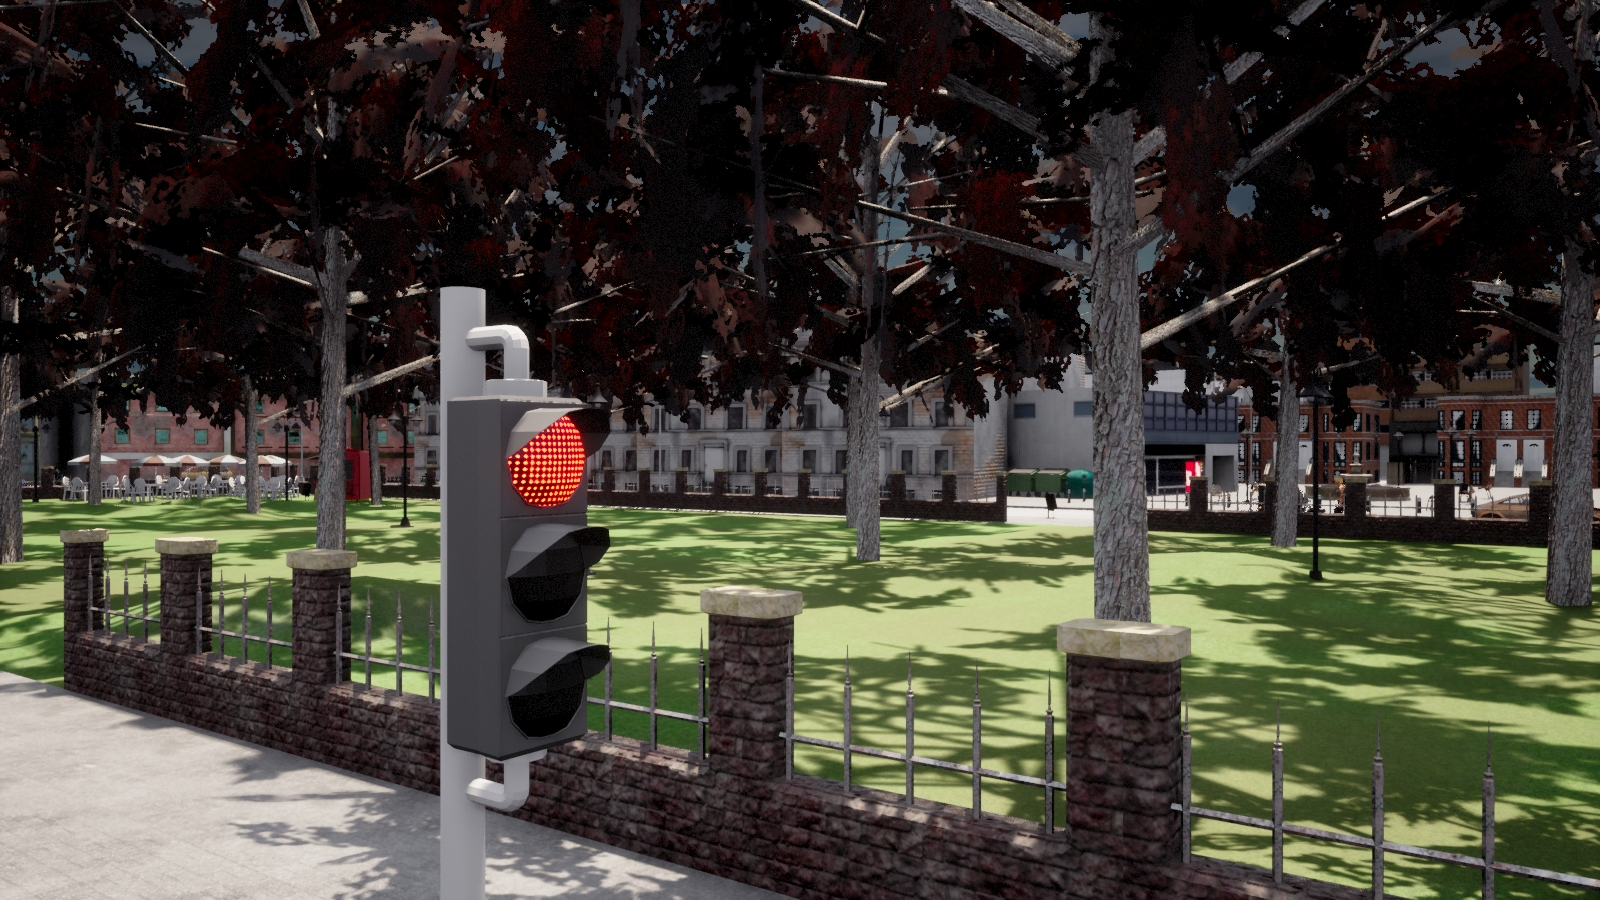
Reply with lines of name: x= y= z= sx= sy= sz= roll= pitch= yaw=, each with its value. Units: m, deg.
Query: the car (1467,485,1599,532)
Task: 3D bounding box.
car: x=24.491 y=1.899 z=37.604 sx=4.181 sy=1.385 sz=1.994 roll=0 pitch=0 yaw=37

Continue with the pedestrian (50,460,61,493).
pedestrian: x=-42.713 y=1.525 z=65.546 sx=0.375 sy=1.860 sz=0.375 roll=0 pitch=0 yaw=34

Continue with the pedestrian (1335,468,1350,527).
pedestrian: x=17.464 y=1.523 z=36.768 sx=0.375 sy=1.860 sz=0.375 roll=0 pitch=0 yaw=36

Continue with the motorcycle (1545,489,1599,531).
motorcycle: x=25.489 y=1.950 z=36.881 sx=2.356 sy=1.277 sz=0.764 roll=0 pitch=0 yaw=36
